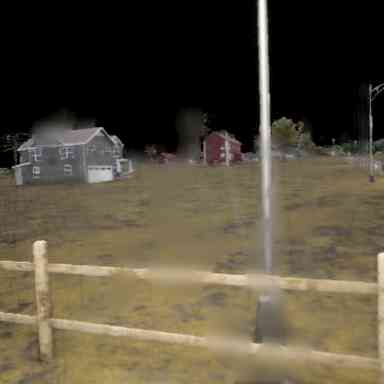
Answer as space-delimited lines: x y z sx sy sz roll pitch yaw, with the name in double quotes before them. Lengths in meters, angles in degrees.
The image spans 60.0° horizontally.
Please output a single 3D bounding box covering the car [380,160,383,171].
"car" 22.745 -3.074 37.737 1.882 1.535 5.008 -1 7 22
